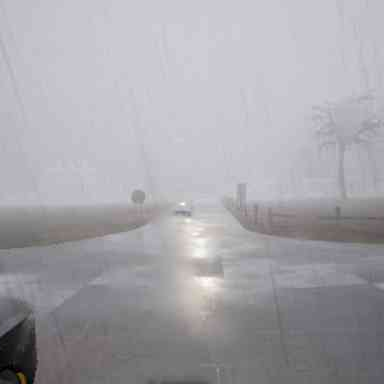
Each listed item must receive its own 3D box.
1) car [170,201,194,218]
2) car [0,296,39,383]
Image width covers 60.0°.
[{"bbox_3d":[-0.837,1.543,30.300,2.033,1.411,5.357,0,0,3],"label":"car"},{"bbox_3d":[-2.560,1.480,1.260,1.882,1.535,5.008,0,0,3],"label":"car"}]
